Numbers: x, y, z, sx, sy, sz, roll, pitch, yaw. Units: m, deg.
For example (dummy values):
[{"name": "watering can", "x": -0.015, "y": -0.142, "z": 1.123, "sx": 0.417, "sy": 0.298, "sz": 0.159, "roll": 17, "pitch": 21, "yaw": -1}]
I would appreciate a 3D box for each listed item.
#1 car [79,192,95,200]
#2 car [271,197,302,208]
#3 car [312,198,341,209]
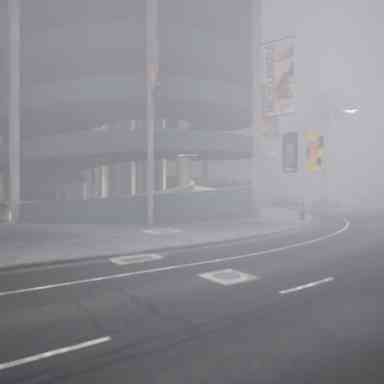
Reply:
[{"name": "car", "x": -18.138, "y": 0.987, "z": 58.619, "sx": 2.435, "sy": 2.045, "sz": 5.566, "roll": 0, "pitch": 0, "yaw": -35}, {"name": "car", "x": 13.554, "y": 1.470, "z": 48.139, "sx": 2.033, "sy": 1.411, "sz": 5.357, "roll": 0, "pitch": 0, "yaw": -20}, {"name": "car", "x": 18.060, "y": 1.484, "z": 44.700, "sx": 1.994, "sy": 1.385, "sz": 4.181, "roll": 0, "pitch": 0, "yaw": -13}]
